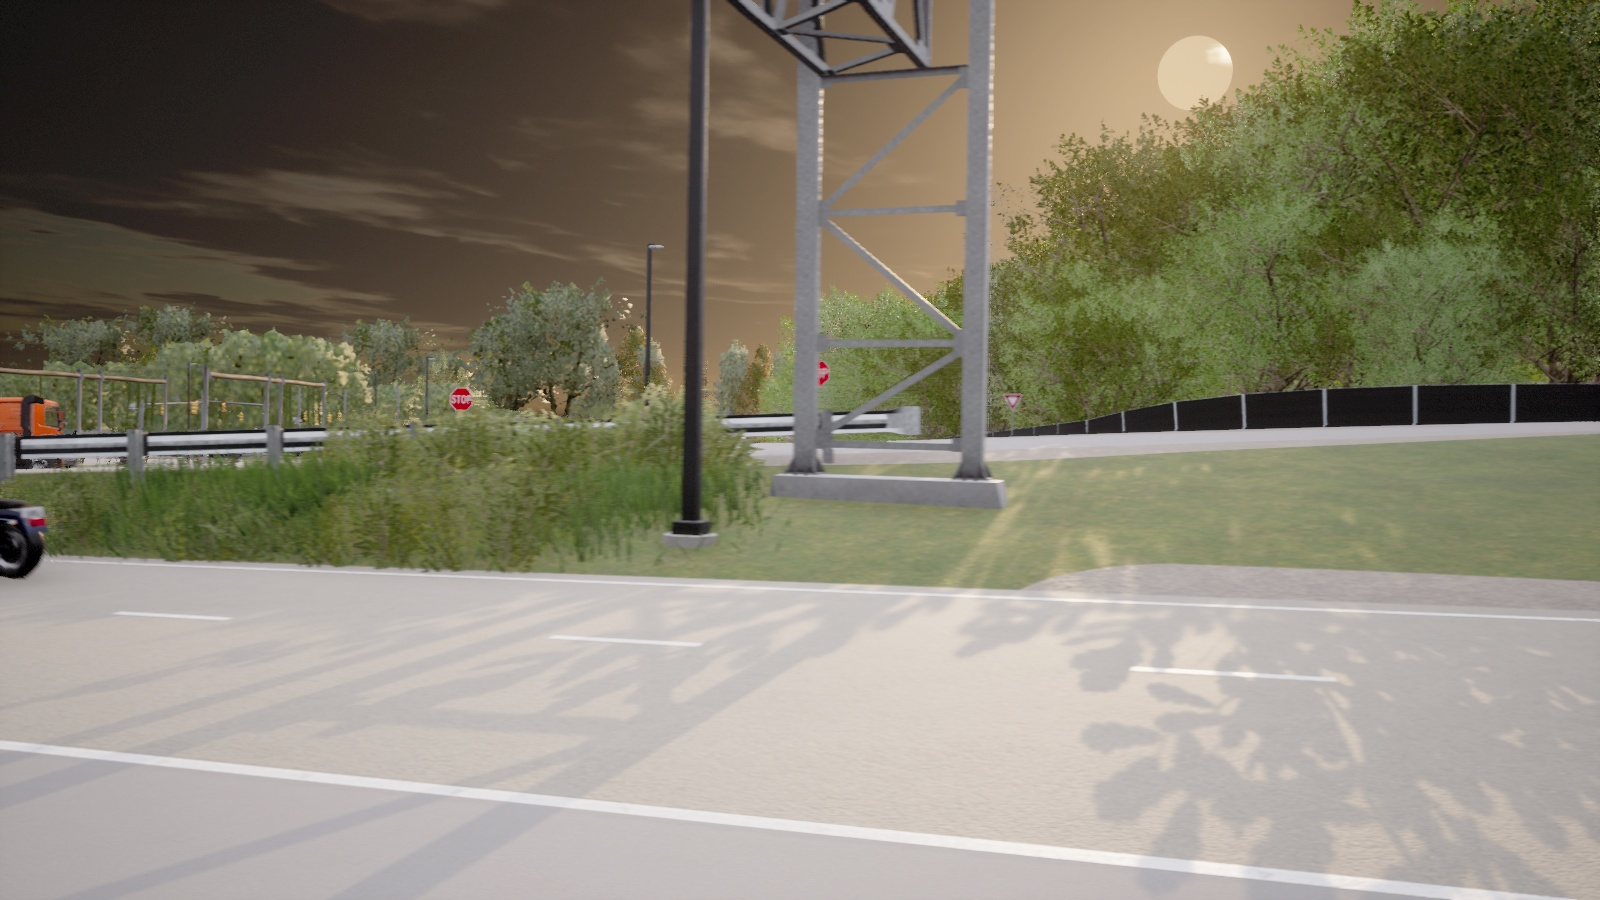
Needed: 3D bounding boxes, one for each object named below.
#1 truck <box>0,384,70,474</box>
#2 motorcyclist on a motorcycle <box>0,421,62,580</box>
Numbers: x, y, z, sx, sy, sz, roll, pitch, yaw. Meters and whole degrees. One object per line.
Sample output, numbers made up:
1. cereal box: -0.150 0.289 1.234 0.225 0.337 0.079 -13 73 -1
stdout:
1. truck: -32.767 -0.827 49.762 2.891 3.462 7.936 0 -2 1
2. motorcyclist on a motorcycle: -9.292 0.510 13.705 2.350 1.649 0.766 0 1 19
